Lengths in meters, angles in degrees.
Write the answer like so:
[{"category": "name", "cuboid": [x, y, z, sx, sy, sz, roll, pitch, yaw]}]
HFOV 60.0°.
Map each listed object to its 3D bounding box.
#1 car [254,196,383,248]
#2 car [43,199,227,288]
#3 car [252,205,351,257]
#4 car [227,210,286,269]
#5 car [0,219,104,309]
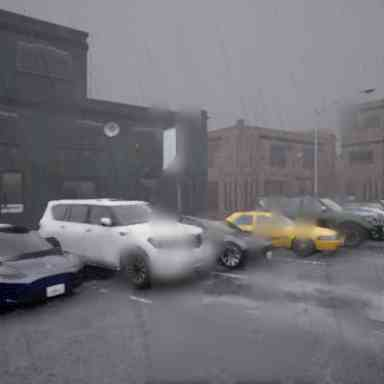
[{"category": "car", "cuboid": [5.247, 1.174, 14.668, 5.566, 2.045, 2.435, -1, -1, 35]}, {"category": "car", "cuboid": [-2.123, 1.215, 9.473, 5.566, 2.045, 2.435, -1, -1, 35]}, {"category": "car", "cuboid": [2.923, 1.433, 12.834, 5.366, 1.575, 1.946, -1, -1, 35]}, {"category": "car", "cuboid": [0.337, 1.482, 11.195, 4.792, 1.488, 2.163, -1, -1, 35]}, {"category": "car", "cuboid": [-4.574, 1.512, 7.746, 4.792, 1.488, 2.163, -1, -1, 35]}]
